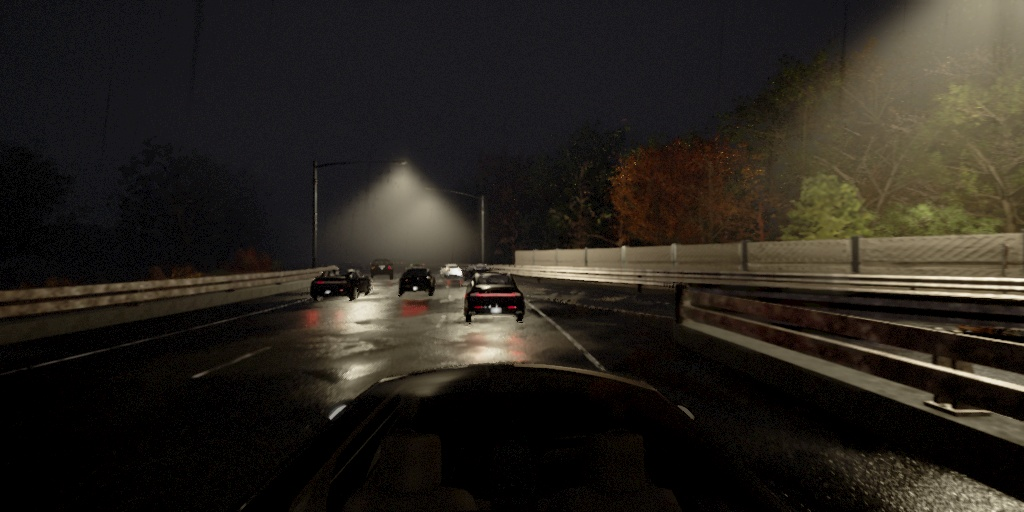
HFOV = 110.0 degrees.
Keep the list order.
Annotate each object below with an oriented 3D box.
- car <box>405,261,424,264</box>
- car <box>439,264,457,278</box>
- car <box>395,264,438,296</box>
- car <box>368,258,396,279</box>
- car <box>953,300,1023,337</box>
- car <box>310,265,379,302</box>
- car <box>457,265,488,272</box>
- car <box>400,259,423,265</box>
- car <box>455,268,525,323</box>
[{"bbox_3d":[-10.258,1.607,38.358,1.837,1.490,4.892,0,-1,-20],"label":"car"},{"bbox_3d":[-6.691,1.625,38.879,1.812,1.442,4.674,0,-1,-19],"label":"car"},{"bbox_3d":[-5.479,1.441,20.986,1.837,1.490,4.892,0,-1,-11],"label":"car"},{"bbox_3d":[-13.726,1.326,37.740,2.150,2.045,5.566,0,-1,-21],"label":"car"},{"bbox_3d":[12.033,1.245,6.567,1.882,1.535,5.008,0,-1,-40],"label":"car"},{"bbox_3d":[-8.522,1.409,18.236,2.128,1.511,4.902,0,0,-9],"label":"car"},{"bbox_3d":[-2.987,1.510,30.806,2.128,1.511,4.902,0,-1,-18],"label":"car"},{"bbox_3d":[-15.995,1.519,58.579,2.150,2.045,5.566,0,-1,-32],"label":"car"},{"bbox_3d":[-0.708,1.336,12.568,2.128,1.511,4.902,0,0,-6],"label":"car"}]
